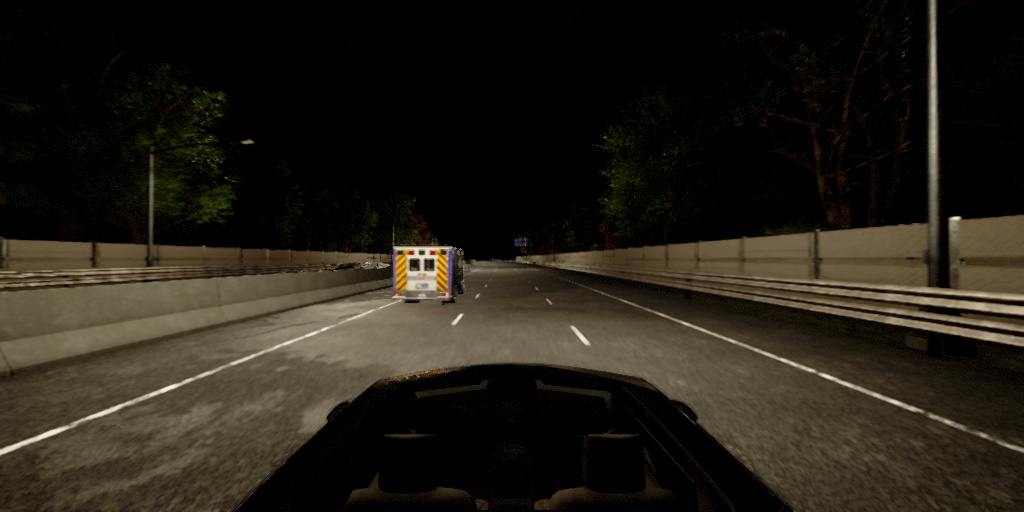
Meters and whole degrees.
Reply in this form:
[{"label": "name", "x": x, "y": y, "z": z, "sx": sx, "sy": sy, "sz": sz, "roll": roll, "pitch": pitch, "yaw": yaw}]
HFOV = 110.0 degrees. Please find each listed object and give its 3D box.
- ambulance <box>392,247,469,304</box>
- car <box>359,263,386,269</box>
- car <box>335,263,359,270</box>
[{"label": "ambulance", "x": -3.569, "y": 0.889, "z": 16.990, "sx": 2.351, "sy": 2.431, "sz": 6.366, "roll": 0, "pitch": -1, "yaw": 0}, {"label": "car", "x": -18.127, "y": 1.655, "z": 47.699, "sx": 1.812, "sy": 1.442, "sz": 4.674, "roll": 0, "pitch": 0, "yaw": -1}, {"label": "car", "x": -21.606, "y": 1.683, "z": 47.836, "sx": 2.033, "sy": 1.411, "sz": 5.357, "roll": 0, "pitch": 0, "yaw": -1}]
